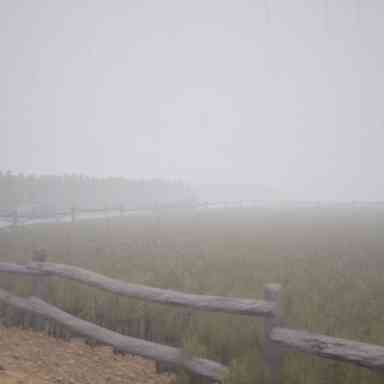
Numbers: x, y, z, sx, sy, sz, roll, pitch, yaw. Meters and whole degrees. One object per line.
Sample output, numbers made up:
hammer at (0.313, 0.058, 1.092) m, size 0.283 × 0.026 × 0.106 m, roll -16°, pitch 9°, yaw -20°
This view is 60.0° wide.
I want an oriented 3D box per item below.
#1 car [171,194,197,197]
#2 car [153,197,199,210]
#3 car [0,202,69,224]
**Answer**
car at (-1.403, 1.220, 39.147) m, size 2.150 × 2.045 × 5.566 m, roll 0°, pitch 0°, yaw 36°
car at (-1.635, 1.545, 33.207) m, size 2.033 × 1.411 × 5.357 m, roll 0°, pitch 0°, yaw 35°
car at (-11.630, 1.488, 24.812) m, size 2.128 × 1.511 × 4.902 m, roll 0°, pitch 0°, yaw 35°
